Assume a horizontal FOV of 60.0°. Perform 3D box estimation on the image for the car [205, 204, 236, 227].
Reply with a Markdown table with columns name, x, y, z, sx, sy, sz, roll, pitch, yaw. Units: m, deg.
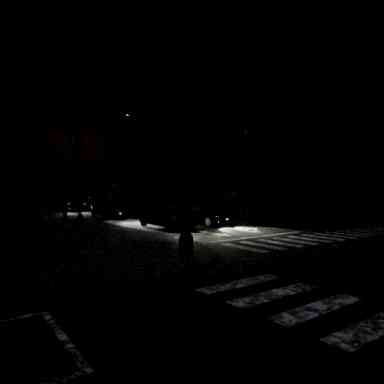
| name | x | y | z | sx | sy | sz | roll | pitch | yaw |
| --- | --- | --- | --- | --- | --- | --- | --- | --- | --- |
| car | 1.081 | 1.537 | 22.671 | 1.994 | 1.385 | 4.181 | 0 | 0 | -35 |

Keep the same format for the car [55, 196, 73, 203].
| name | x | y | z | sx | sy | sz | roll | pitch | yaw |
| --- | --- | --- | --- | --- | --- | --- | --- | --- | --- |
| car | -25.110 | 1.439 | 65.038 | 2.033 | 1.411 | 5.357 | 0 | 0 | -36 |

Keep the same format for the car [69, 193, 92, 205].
| name | x | y | z | sx | sy | sz | roll | pitch | yaw |
| --- | --- | --- | --- | --- | --- | --- | --- | --- | --- |
| car | -18.976 | 1.131 | 56.488 | 2.150 | 2.045 | 5.566 | 0 | 0 | -35 |

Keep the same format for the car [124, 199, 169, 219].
| name | x | y | z | sx | sy | sz | roll | pitch | yaw |
| --- | --- | --- | --- | --- | --- | --- | --- | --- | --- |
| car | -4.167 | 1.437 | 29.969 | 1.882 | 1.535 | 5.008 | 0 | 0 | -36 |

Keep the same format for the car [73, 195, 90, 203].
| name | x | y | z | sx | sy | sz | roll | pitch | yaw |
| --- | --- | --- | --- | --- | --- | --- | --- | --- | --- |
| car | -22.060 | 1.366 | 66.366 | 1.882 | 1.535 | 5.008 | 0 | 0 | -36 |

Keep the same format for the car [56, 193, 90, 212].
| name | x | y | z | sx | sy | sz | roll | pitch | yaw |
| --- | --- | --- | --- | --- | --- | --- | --- | --- | --- |
| car | -13.488 | 1.298 | 37.399 | 2.097 | 1.767 | 4.553 | 0 | 0 | -36 |

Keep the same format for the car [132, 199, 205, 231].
| name | x | y | z | sx | sy | sz | roll | pitch | yaw |
| --- | --- | --- | --- | --- | --- | --- | --- | --- | --- |
| car | -1.606 | 1.455 | 20.827 | 1.882 | 1.535 | 5.008 | 0 | 0 | -36 |

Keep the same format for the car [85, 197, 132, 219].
| name | x | y | z | sx | sy | sz | roll | pitch | yaw |
| --- | --- | --- | --- | --- | --- | --- | --- | --- | --- |
| car | -7.146 | 1.454 | 28.546 | 2.128 | 1.511 | 4.902 | 0 | 0 | -36 |
